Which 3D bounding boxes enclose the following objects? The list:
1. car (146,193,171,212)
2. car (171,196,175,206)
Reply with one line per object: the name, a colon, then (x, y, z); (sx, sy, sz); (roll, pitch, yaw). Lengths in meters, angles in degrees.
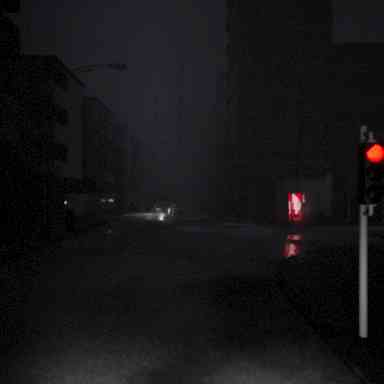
car: (-4.093, 1.192, 39.486); (2.150, 2.045, 5.566); (0, 0, 0)
car: (-4.075, 1.441, 49.810); (1.882, 1.535, 5.008); (0, 0, 0)
